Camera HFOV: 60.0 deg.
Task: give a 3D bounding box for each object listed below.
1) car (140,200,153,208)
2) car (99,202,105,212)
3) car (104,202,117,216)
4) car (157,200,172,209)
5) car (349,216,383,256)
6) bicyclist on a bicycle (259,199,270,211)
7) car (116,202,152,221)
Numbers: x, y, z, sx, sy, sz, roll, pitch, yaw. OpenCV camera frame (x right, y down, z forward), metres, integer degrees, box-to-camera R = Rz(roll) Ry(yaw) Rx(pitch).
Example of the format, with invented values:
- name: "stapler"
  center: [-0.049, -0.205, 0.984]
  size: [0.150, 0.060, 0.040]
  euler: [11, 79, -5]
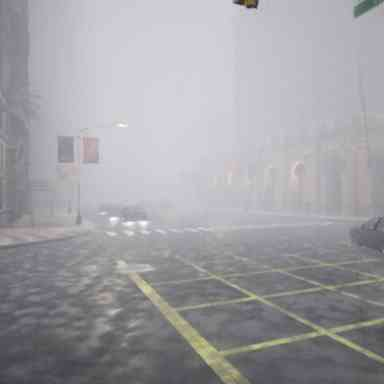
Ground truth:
- name: "car"
  center: [-8.117, 2.169, 57.167]
  size: [2.128, 1.511, 4.902]
  euler: [0, -1, -22]
- name: "car"
  center: [-12.533, 2.193, 49.063]
  size: [1.994, 1.385, 4.181]
  euler: [0, -1, -21]
- name: "car"
  center: [-8.897, 2.102, 39.828]
  size: [1.895, 1.301, 4.718]
  euler: [0, -1, -22]
- name: "car"
  center: [-4.827, 2.192, 58.638]
  size: [1.812, 1.442, 4.674]
  euler: [0, -1, -22]
- name: "car"
  center: [7.719, 1.621, 12.629]
  size: [2.033, 1.411, 5.357]
  euler: [0, -1, 8]
- name: "bicyclist on a bicycle"
  center: [9.339, 1.679, 42.624]
  size: [1.656, 1.620, 0.582]
  euler: [-1, -1, -22]
- name: "car"
  center: [-5.600, 1.951, 31.659]
  size: [1.994, 1.385, 4.181]
  euler: [0, -1, -22]
